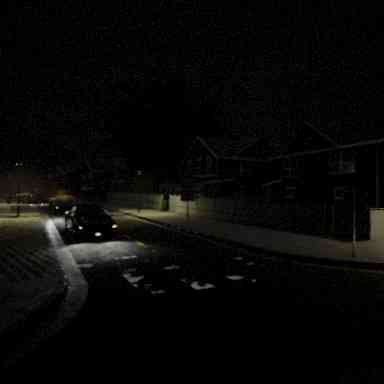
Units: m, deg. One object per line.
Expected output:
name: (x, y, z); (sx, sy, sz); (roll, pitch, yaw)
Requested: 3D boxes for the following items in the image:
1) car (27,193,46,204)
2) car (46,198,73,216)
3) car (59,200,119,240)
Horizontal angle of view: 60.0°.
car: (-21.045, 0.858, 45.124); (1.994, 1.385, 4.181); (0, 1, -34)
car: (-10.442, 1.207, 27.114); (1.895, 1.301, 4.718); (0, 1, -28)
car: (-5.024, 1.322, 16.116); (2.033, 1.411, 5.357); (0, 1, -26)
